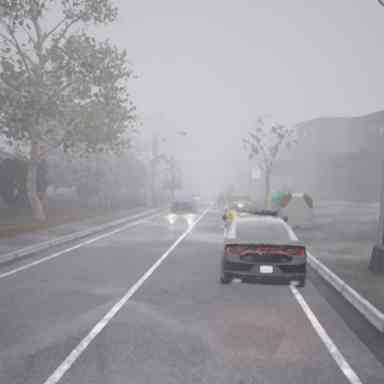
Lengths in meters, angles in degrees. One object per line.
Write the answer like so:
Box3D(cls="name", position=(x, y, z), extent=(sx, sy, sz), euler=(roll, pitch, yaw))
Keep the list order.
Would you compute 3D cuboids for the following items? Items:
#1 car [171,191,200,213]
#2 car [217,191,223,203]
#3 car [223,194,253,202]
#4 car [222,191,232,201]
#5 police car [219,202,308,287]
Box3D(cls="car", position=(-0.656, 0.977, 29.713), extent=(1.882, 1.535, 5.008), euler=(1, 1, 6))
Box3D(cls="car", position=(4.726, 0.584, 48.191), extent=(2.097, 1.767, 4.553), euler=(0, 1, 3))
Box3D(cls="car", position=(2.878, 1.172, 19.276), extent=(1.801, 1.575, 5.366), euler=(1, 1, 6))
Box3D(cls="car", position=(3.514, 0.975, 25.047), extent=(2.097, 1.767, 4.553), euler=(1, 1, 6))
Box3D(cls="police car", position=(1.769, 1.302, 9.211), extent=(1.930, 1.638, 5.238), euler=(1, 1, 6))
